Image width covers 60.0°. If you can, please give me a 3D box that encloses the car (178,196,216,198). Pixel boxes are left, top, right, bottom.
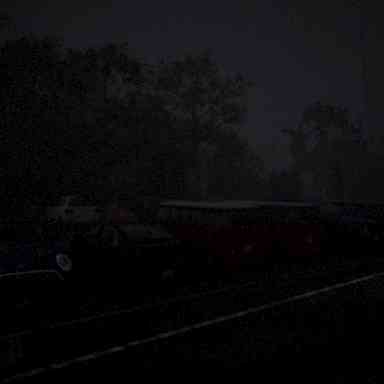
[{"bbox_3d":[-0.913,1.326,26.010,2.435,2.045,5.566,0,0,-36],"label":"car"}]

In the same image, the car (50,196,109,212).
[{"bbox_3d":[-7.685,1.270,21.165,2.435,2.045,5.566,0,0,-36],"label":"car"}]

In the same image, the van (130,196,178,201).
[{"bbox_3d":[-3.222,1.333,24.466,1.878,1.987,4.442,0,0,-36],"label":"van"}]

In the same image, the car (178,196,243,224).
[{"bbox_3d":[1.379,1.339,27.579,2.435,2.045,5.566,0,0,-36],"label":"car"}]

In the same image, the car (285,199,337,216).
[{"bbox_3d":[12.658,1.617,35.675,2.231,1.521,4.892,0,0,-36],"label":"car"}]

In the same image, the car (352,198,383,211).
[{"bbox_3d":[23.924,1.629,43.778,2.163,1.488,4.792,0,0,-36],"label":"car"}]

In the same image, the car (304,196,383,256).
[{"bbox_3d":[4.932,1.310,14.040,2.435,2.045,5.566,0,0,-36],"label":"car"}]

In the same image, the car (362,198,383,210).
[{"bbox_3d":[26.306,1.594,45.218,1.946,1.575,5.366,0,0,-36],"label":"car"}]

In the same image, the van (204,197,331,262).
[{"bbox_3d":[2.567,1.317,12.526,1.878,1.987,4.442,0,0,-36],"label":"van"}]

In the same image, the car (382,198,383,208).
[{"bbox_3d":[30.730,1.620,48.576,2.163,1.488,4.792,0,0,-36],"label":"car"}]

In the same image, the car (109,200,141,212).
[{"bbox_3d":[-5.520,1.537,22.908,1.946,1.575,5.366,0,0,-36],"label":"car"}]

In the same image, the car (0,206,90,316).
[{"bbox_3d":[-4.223,1.361,7.563,2.185,1.767,4.553,0,0,-36],"label":"car"}]

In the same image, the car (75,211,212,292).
[{"bbox_3d":[-1.922,1.506,9.163,2.231,1.521,4.892,0,0,-36],"label":"car"}]

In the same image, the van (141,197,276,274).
[{"bbox_3d":[0.288,1.298,10.895,1.878,1.987,4.442,0,0,-36],"label":"van"}]

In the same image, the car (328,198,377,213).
[{"bbox_3d":[19.423,1.606,40.529,2.097,1.535,5.008,0,0,-36],"label":"car"}]

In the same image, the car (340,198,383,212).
[{"bbox_3d":[21.680,1.604,42.145,2.231,1.521,4.892,0,0,-36],"label":"car"}]

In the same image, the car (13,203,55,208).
[{"bbox_3d":[-9.910,1.532,19.503,2.163,1.488,4.792,0,0,-36],"label":"car"}]

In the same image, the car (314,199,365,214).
[{"bbox_3d":[17.165,1.609,38.914,2.097,1.535,5.008,0,0,-36],"label":"car"}]
